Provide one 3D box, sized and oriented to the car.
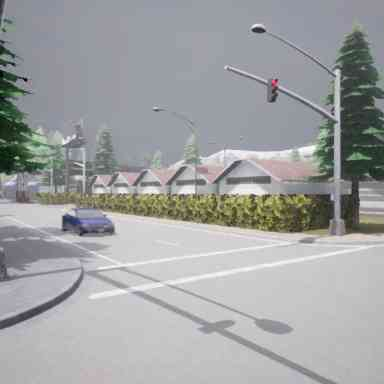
[{"bbox_3d":[-5.853,1.593,18.332,1.812,1.442,4.674,0,1,-36],"label":"car"}]
